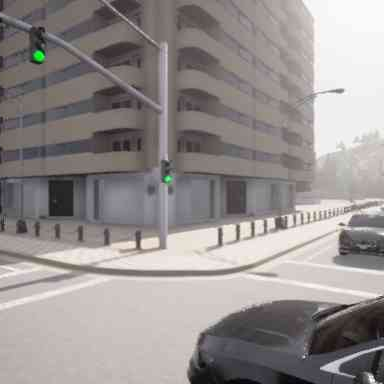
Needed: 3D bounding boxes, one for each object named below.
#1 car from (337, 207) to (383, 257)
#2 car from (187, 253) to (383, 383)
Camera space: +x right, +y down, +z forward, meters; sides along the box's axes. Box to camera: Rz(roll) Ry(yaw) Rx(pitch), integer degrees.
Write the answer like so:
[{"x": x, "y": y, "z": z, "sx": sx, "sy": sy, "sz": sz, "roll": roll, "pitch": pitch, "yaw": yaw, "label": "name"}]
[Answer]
[{"x": 6.944, "y": 1.549, "z": 12.771, "sx": 1.837, "sy": 1.490, "sz": 4.892, "roll": 0, "pitch": 0, "yaw": 35, "label": "car"}, {"x": 2.212, "y": 1.506, "z": 2.408, "sx": 4.892, "sy": 1.490, "sz": 1.837, "roll": 0, "pitch": 0, "yaw": 36, "label": "car"}]
